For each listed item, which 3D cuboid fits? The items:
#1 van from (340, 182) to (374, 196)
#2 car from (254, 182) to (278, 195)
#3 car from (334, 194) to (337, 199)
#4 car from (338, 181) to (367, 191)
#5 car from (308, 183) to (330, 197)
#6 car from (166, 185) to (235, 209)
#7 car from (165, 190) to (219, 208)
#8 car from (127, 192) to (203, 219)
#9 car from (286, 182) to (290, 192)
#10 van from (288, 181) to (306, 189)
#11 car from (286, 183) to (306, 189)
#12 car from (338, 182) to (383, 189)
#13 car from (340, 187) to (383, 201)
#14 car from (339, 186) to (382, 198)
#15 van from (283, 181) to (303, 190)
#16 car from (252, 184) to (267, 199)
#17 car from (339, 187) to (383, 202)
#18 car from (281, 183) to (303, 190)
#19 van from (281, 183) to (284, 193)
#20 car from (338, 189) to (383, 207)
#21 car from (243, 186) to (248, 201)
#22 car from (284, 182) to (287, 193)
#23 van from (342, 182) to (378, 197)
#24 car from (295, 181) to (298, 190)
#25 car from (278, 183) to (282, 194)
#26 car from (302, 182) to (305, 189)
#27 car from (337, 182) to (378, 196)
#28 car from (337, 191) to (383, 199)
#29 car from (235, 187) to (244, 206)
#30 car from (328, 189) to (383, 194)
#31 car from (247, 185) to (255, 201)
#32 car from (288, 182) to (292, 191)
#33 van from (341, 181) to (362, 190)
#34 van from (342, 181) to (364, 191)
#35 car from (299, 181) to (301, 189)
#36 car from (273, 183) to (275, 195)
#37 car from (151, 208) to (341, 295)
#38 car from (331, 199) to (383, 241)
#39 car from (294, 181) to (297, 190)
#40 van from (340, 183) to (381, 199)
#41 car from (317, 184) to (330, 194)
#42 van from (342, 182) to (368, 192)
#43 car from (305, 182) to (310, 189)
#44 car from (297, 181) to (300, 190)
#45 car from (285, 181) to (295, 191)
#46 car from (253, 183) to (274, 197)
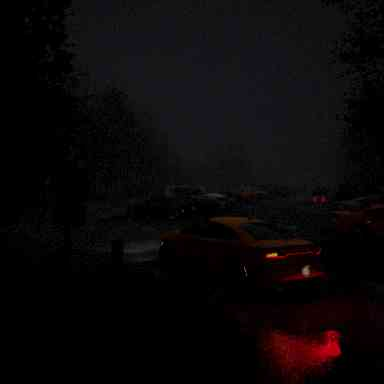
[{"bbox_3d":[24.561,-0.442,49.605,4.442,1.987,1.878,1,2,24],"label":"van"},{"bbox_3d":[9.383,-0.269,47.397,4.553,1.767,2.185,1,2,24],"label":"car"},{"bbox_3d":[11.002,1.103,19.303,4.792,1.488,2.163,1,3,24],"label":"car"},{"bbox_3d":[34.925,-1.300,72.402,5.566,2.045,2.435,1,2,24],"label":"car"},{"bbox_3d":[18.284,-0.128,47.422,2.128,1.511,4.902,1,2,24],"label":"car"},{"bbox_3d":[0.268,0.500,27.166,5.566,2.045,2.435,1,3,24],"label":"car"},{"bbox_3d":[-0.891,0.867,24.658,5.008,1.535,2.097,1,3,24],"label":"car"},{"bbox_3d":[-2.062,1.013,22.144,4.792,1.488,2.163,1,3,24],"label":"car"},{"bbox_3d":[13.885,-0.487,57.545,4.792,1.488,2.163,1,2,24],"label":"car"},{"bbox_3d":[28.611,-1.871,90.447,4.442,1.987,1.878,1,1,24],"label":"van"},{"bbox_3d":[27.600,-1.565,87.857,4.792,1.488,2.163,1,2,24],"label":"car"},{"bbox_3d":[15.601,0.358,29.360,5.566,2.045,2.435,1,3,24],"label":"car"},{"bbox_3d":[20.147,0.193,39.460,4.792,1.488,2.163,1,2,24],"label":"car"},{"bbox_3d":[22.398,-0.030,44.515,5.008,1.535,2.097,1,2,24],"label":"car"},{"bbox_3d":[25.199,-1.668,82.870,4.442,1.987,1.878,1,2,24],"label":"van"},{"bbox_3d":[5.820,0.159,40.019,5.366,1.575,1.946,1,3,24],"label":"car"},{"bbox_3d":[19.064,0.293,37.056,4.792,1.488,2.163,1,3,24],"label":"car"},{"bbox_3d":[24.169,-1.308,80.301,4.674,1.452,2.002,1,2,24],"label":"car"},{"bbox_3d":[11.739,-0.555,52.416,4.442,1.987,1.878,1,2,24],"label":"van"},{"bbox_3d":[16.686,0.521,31.918,4.792,1.488,2.163,1,3,24],"label":"car"},{"bbox_3d":[2.528,0.518,32.244,4.892,1.521,2.231,1,3,24],"label":"car"},{"bbox_3d":[12.746,-0.395,55.015,4.792,1.488,2.163,1,2,24],"label":"car"},{"bbox_3d":[23.637,-0.346,46.985,4.442,1.987,1.878,1,2,24],"label":"van"},{"bbox_3d":[18.463,-0.885,67.654,4.892,1.521,2.231,1,2,24],"label":"car"},{"bbox_3d":[10.520,-0.209,49.931,4.792,1.488,2.163,1,2,24],"label":"car"},{"bbox_3d":[23.022,-1.256,77.773,5.008,1.535,2.097,1,2,24],"label":"car"},{"bbox_3d":[25.778,-0.558,52.092,5.566,2.045,2.435,1,2,24],"label":"car"},{"bbox_3d":[9.971,1.060,16.861,4.553,1.767,2.185,1,3,24],"label":"car"},{"bbox_3d":[1.552,0.634,29.642,5.366,1.575,1.946,1,3,24],"label":"car"},{"bbox_3d":[13.133,0.835,24.413,5.366,1.575,1.946,1,3,24],"label":"car"},{"bbox_3d":[3.492,0.395,34.851,5.366,1.575,1.946,1,3,24],"label":"car"},{"bbox_3d":[15.024,-0.580,60.075,4.792,1.488,2.163,1,2,24],"label":"car"},{"bbox_3d":[38.259,-1.553,80.020,4.442,1.987,1.878,1,2,24],"label":"van"},{"bbox_3d":[36.195,-1.365,74.868,4.442,1.987,1.878,1,2,24],"label":"van"},{"bbox_3d":[20.720,-1.197,72.719,4.553,1.767,2.185,1,2,24],"label":"car"},{"bbox_3d":[8.209,-0.044,44.884,4.892,1.521,2.231,1,3,24],"label":"car"},{"bbox_3d":[0.921,1.371,8.558,1.882,1.535,5.008,2,-1,-31],"label":"car"},{"bbox_3d":[8.800,1.301,14.357,5.008,1.535,2.097,1,3,24],"label":"car"},{"bbox_3d":[17.335,-0.792,65.119,4.892,1.521,2.231,1,2,24],"label":"car"},{"bbox_3d":[21.151,-0.162,42.014,4.442,1.987,1.878,1,2,24],"label":"van"},{"bbox_3d":[22.511,-0.485,56.805,1.882,1.535,5.008,1,2,24],"label":"car"},{"bbox_3d":[31.647,-0.996,64.771,4.442,1.987,1.878,1,2,24],"label":"van"},{"bbox_3d":[26.471,-1.784,85.340,5.566,2.045,2.435,1,2,24],"label":"car"},{"bbox_3d":[19.439,-0.984,70.257,5.366,1.575,1.946,1,2,24],"label":"car"},{"bbox_3d":[16.021,-0.707,62.668,5.366,1.575,1.946,1,2,24],"label":"car"},{"bbox_3d":[7.247,0.059,42.284,5.366,1.575,1.946,1,3,24],"label":"car"}]
